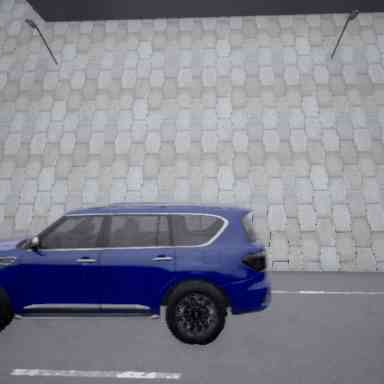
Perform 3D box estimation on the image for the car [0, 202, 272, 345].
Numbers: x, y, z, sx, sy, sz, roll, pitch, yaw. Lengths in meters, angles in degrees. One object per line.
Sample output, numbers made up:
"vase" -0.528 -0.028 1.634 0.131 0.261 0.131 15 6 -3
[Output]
"car" -1.422 1.223 5.968 5.566 2.045 2.150 0 0 3
